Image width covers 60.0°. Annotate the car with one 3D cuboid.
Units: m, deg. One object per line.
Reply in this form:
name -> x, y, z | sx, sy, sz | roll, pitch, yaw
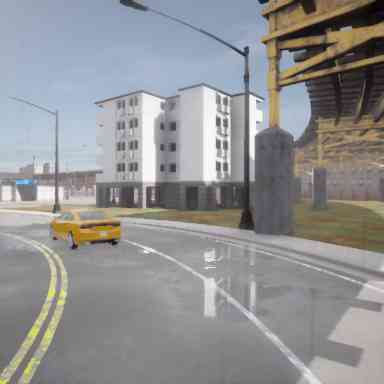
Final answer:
car -> -4.846, 1.482, 14.723 | 1.882, 1.535, 5.008 | 0, 0, -36
